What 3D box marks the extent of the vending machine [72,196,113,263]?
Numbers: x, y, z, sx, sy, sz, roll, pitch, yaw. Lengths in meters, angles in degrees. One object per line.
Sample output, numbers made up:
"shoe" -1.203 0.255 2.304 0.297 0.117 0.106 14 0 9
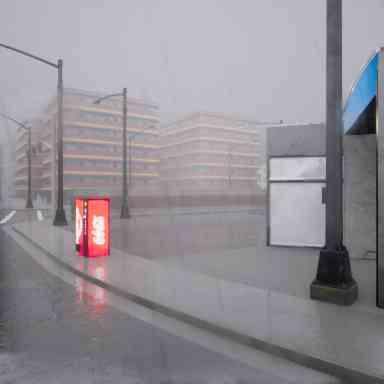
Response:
"vending machine" -3.349 1.195 11.238 1.100 2.100 0.880 0 0 -36
